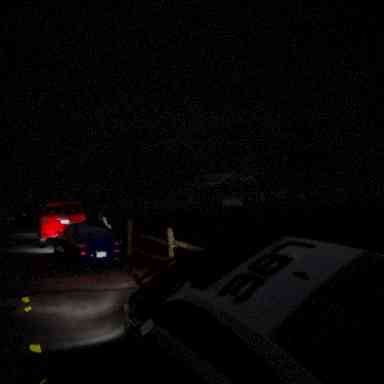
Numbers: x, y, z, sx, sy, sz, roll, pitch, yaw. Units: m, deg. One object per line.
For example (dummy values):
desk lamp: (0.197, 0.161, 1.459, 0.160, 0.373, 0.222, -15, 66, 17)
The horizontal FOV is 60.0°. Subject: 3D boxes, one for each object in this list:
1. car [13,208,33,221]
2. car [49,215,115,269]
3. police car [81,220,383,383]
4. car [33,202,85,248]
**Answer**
car: (-18.798, 2.476, 37.081, 2.033, 1.411, 5.357, 1, -2, -29)
car: (-3.928, 1.815, 12.298, 1.812, 1.442, 4.674, 1, -2, -29)
police car: (0.633, 1.282, 3.537, 1.930, 1.638, 5.238, -27, 12, -27)
car: (-6.932, 1.586, 17.433, 2.150, 2.045, 5.566, -2, -2, -26)
